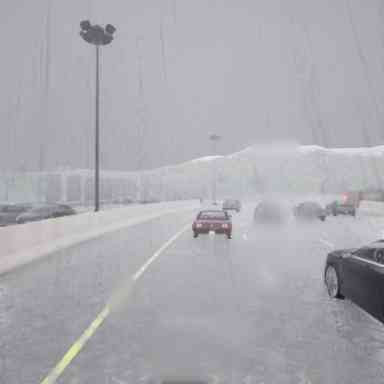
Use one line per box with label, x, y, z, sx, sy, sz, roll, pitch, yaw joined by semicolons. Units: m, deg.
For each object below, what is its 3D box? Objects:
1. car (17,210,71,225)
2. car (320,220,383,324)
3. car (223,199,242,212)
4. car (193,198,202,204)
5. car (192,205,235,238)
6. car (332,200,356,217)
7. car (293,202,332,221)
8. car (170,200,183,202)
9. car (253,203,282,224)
car;-9.164;1.485;21.241;1.837;1.490;4.892;0;0;7
car;3.796;1.500;5.503;2.128;1.511;4.902;0;0;2
car;4.653;1.560;38.355;2.033;1.411;5.357;0;0;13
car;0.402;1.569;61.492;1.994;1.385;4.181;0;0;20
car;1.171;1.604;17.753;1.895;1.301;4.718;0;0;6
car;13.899;1.525;31.345;2.128;1.511;4.902;0;0;11
car;9.533;1.570;27.197;2.033;1.411;5.357;0;0;10
car;-3.326;1.543;61.460;2.033;1.411;5.357;0;0;20
car;5.610;1.561;24.840;2.033;1.411;5.357;0;0;9
